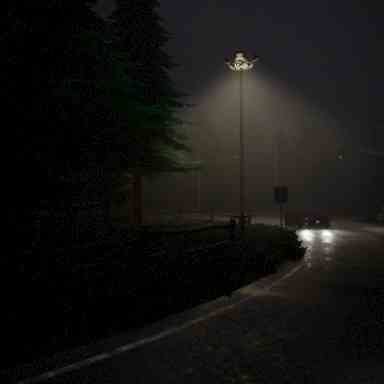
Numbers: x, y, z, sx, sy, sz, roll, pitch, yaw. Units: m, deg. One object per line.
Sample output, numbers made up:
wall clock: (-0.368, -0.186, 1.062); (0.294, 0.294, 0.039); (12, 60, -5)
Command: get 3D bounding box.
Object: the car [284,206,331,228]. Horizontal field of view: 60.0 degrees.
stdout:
car: (7.723, 1.668, 22.554); (1.994, 1.385, 4.181); (0, 0, -2)
